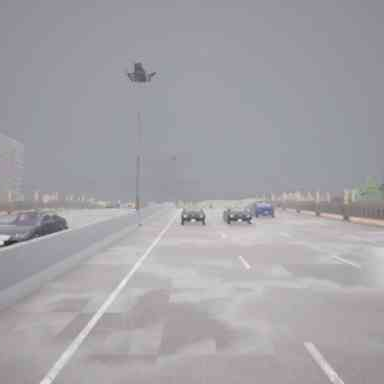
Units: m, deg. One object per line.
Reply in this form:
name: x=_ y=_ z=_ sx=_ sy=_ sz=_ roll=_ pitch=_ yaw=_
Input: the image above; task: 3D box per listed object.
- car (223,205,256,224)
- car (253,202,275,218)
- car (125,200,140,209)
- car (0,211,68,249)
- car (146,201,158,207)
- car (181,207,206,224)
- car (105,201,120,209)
car: x=3.592 y=1.858 z=27.107 sx=1.895 sy=1.301 sz=4.718 roll=0 pitch=-1 yaw=0
car: x=7.091 y=1.802 z=34.124 sx=1.882 sy=1.535 sz=5.008 roll=0 pitch=0 yaw=0
car: x=-10.514 y=2.196 z=59.108 sx=2.097 sy=1.767 sz=4.553 roll=0 pitch=-3 yaw=0
car: x=-7.102 y=1.628 z=14.708 sx=2.128 sy=1.511 sz=4.902 roll=0 pitch=-1 yaw=0
car: x=-7.013 y=2.348 z=59.106 sx=1.812 sy=1.442 sz=4.674 roll=0 pitch=-3 yaw=0
car: x=0.092 y=1.857 z=27.071 sx=1.895 sy=1.301 sz=4.718 roll=0 pitch=-1 yaw=0
car: x=-14.013 y=2.344 z=59.106 sx=1.837 sy=1.490 sz=4.892 roll=0 pitch=-3 yaw=0
